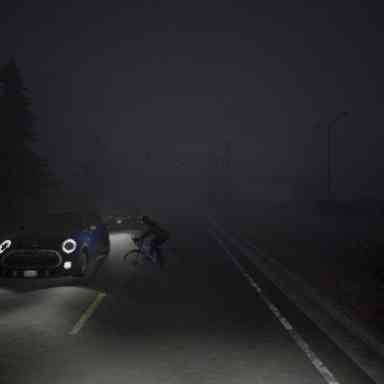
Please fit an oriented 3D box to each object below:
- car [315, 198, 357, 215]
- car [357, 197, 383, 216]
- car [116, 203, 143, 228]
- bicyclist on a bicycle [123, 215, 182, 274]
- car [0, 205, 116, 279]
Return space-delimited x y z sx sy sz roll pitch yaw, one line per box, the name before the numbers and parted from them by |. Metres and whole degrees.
car | 13.089 1.339 31.131 2.007 1.523 4.514 0 0 -2
car | 16.223 1.330 31.272 2.152 1.636 5.027 0 0 -2
car | -4.365 1.492 21.987 2.128 1.511 4.902 0 0 -2
bicyclist on a bicycle | -1.100 1.451 9.150 1.656 1.620 0.582 -2 0 -2
car | -3.923 1.354 10.149 2.097 1.767 4.553 0 0 -2
